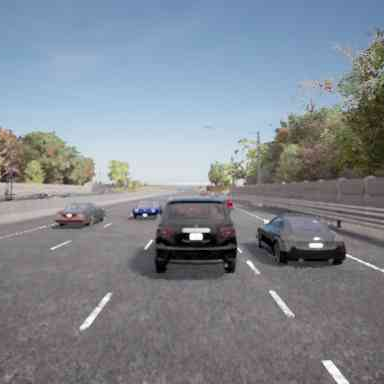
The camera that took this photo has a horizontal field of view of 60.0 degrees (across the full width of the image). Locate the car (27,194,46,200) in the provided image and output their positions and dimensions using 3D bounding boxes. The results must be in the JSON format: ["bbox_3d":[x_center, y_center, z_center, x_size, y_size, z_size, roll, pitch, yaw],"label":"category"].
[{"bbox_3d":[-28.009,1.041,59.986,1.994,1.385,4.181,0,1,0],"label":"car"}]

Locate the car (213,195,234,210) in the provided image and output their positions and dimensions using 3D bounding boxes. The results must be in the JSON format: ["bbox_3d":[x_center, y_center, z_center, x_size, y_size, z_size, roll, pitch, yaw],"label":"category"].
[{"bbox_3d":[3.500,1.142,38.037,1.882,1.535,5.008,0,0,0],"label":"car"}]

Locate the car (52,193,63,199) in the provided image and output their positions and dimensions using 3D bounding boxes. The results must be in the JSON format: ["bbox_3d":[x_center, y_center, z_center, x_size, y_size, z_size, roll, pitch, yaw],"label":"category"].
[{"bbox_3d":[-24.508,0.963,62.134,2.128,1.511,4.902,0,1,0],"label":"car"}]

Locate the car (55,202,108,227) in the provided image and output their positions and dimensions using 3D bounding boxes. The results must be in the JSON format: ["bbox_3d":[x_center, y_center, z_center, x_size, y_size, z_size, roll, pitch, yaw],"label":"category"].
[{"bbox_3d":[-6.901,1.358,21.202,2.033,1.411,5.357,0,0,0],"label":"car"}]

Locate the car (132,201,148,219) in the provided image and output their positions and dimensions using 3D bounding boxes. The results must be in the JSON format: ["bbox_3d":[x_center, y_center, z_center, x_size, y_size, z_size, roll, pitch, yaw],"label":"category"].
[{"bbox_3d":[-3.398,1.367,26.248,1.895,1.301,4.718,0,0,0],"label":"car"}]

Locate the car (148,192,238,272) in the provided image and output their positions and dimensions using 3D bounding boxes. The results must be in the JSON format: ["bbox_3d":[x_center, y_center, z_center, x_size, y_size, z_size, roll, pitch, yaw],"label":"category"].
[{"bbox_3d":[0.100,1.126,10.553,2.150,2.045,5.566,0,1,0],"label":"car"}]

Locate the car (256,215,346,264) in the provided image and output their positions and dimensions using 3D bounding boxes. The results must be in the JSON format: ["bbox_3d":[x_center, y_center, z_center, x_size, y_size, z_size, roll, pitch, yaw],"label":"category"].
[{"bbox_3d":[3.500,1.460,11.377,1.994,1.385,4.181,0,1,0],"label":"car"}]

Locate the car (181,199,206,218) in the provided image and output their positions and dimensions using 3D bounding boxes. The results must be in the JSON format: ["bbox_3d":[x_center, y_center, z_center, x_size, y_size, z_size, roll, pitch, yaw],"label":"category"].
[{"bbox_3d":[0.101,1.311,28.447,1.994,1.385,4.181,0,0,0],"label":"car"}]

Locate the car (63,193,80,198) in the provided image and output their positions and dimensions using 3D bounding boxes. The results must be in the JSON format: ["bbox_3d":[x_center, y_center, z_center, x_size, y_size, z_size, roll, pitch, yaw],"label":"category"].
[{"bbox_3d":[-21.021,1.007,59.807,1.812,1.442,4.674,0,1,1],"label":"car"}]

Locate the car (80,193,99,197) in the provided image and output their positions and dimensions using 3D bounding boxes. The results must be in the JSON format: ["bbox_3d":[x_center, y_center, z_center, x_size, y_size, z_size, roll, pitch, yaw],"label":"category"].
[{"bbox_3d":[-17.532,0.995,58.663,1.837,1.490,4.892,0,1,1],"label":"car"}]
